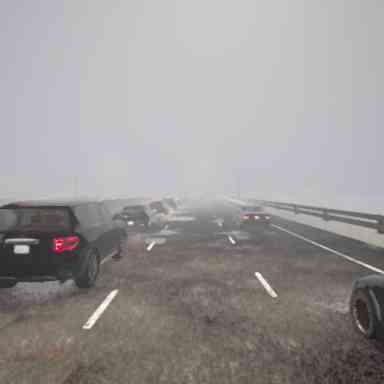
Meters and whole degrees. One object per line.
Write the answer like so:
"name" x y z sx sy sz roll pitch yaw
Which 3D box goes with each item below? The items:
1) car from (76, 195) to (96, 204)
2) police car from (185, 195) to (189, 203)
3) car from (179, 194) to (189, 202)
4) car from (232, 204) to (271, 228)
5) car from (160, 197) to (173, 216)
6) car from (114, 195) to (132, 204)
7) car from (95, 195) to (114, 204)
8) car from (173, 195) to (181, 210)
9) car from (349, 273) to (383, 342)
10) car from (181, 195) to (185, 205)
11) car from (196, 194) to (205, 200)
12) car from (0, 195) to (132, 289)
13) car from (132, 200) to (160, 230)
"car" -19.839 1.397 62.557 1.882 1.535 5.008 0 0 2
"police car" -2.237 1.437 64.678 2.038 1.542 4.974 0 0 2
"car" -1.783 1.366 75.637 2.033 1.649 4.856 0 0 3
"car" 3.757 1.511 21.586 2.033 1.411 5.357 0 0 1
"car" -3.183 1.473 31.788 1.812 1.442 4.674 0 0 1
"car" -12.854 1.420 62.301 2.128 1.511 4.902 0 0 3
"car" -16.347 1.420 62.430 2.128 1.511 4.902 0 0 3
"car" -2.937 1.367 42.753 2.033 1.649 4.856 0 0 1
"car" 3.617 1.556 3.898 1.994 1.385 4.181 0 0 0
"car" -2.621 1.533 53.747 1.895 1.301 4.718 0 0 2
"car" 2.124 1.343 84.670 1.812 1.442 4.674 0 0 3
"car" -3.360 1.204 9.265 2.150 2.045 5.566 0 0 0
"car" -3.359 1.466 20.821 1.837 1.490 4.892 0 0 1
